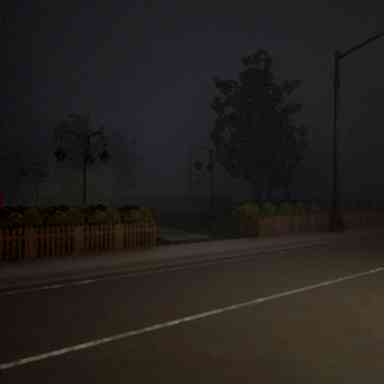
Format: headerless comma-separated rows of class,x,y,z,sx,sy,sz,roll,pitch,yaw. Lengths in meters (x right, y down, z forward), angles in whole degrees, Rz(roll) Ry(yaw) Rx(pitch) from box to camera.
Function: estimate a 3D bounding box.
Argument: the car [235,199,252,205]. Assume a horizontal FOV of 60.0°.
car,9.859,2.010,61.423,1.895,1.301,4.718,1,0,-35
